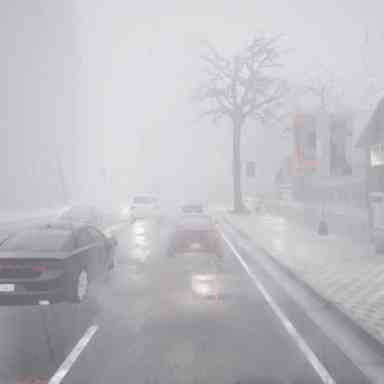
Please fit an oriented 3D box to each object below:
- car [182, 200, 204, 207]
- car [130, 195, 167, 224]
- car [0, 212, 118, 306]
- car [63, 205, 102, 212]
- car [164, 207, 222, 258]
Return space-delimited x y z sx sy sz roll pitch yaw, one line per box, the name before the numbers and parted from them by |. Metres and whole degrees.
car | 0.095 1.463 30.413 1.882 1.535 5.008 0 0 0
car | -3.154 1.214 24.755 2.150 2.045 5.566 0 0 0
car | -3.151 1.479 8.148 1.882 1.535 5.008 0 0 0
car | -6.592 1.523 19.948 1.812 1.442 4.674 0 0 0
car | 0.098 1.526 12.716 1.812 1.442 4.674 0 0 0
